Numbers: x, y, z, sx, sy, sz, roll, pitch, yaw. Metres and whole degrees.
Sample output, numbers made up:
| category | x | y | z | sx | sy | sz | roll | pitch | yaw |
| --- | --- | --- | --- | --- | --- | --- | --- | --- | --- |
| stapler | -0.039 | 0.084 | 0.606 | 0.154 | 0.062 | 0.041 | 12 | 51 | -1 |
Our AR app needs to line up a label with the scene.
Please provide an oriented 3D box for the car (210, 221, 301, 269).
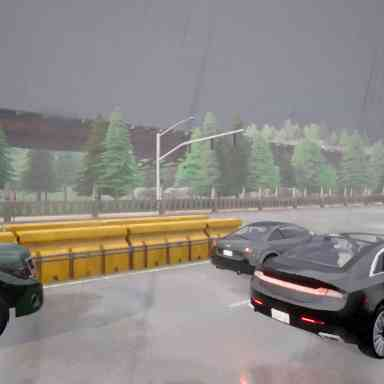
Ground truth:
| category | x | y | z | sx | sy | sz | roll | pitch | yaw |
| --- | --- | --- | --- | --- | --- | --- | --- | --- | --- |
| car | 2.572 | 1.564 | 9.860 | 4.181 | 1.385 | 1.994 | 0 | 0 | -36 |

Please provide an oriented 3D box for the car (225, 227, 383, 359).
| category | x | y | z | sx | sy | sz | roll | pitch | yaw |
| --- | --- | --- | --- | --- | --- | --- | --- | --- | --- |
| car | 3.181 | 1.492 | 5.999 | 4.902 | 1.511 | 2.128 | 0 | 0 | -36 |

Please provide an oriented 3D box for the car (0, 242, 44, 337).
| category | x | y | z | sx | sy | sz | roll | pitch | yaw |
| --- | --- | --- | --- | --- | --- | --- | --- | --- | --- |
| car | -5.055 | 1.221 | 4.447 | 5.566 | 2.045 | 2.150 | 0 | 0 | -35 |
